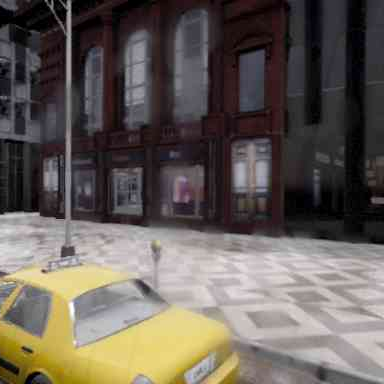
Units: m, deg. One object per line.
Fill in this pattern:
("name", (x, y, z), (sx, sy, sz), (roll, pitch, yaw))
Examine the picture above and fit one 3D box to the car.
("car", (-1.806, 1.507, 4.250), (4.829, 1.417, 1.752), (0, 0, 36))
